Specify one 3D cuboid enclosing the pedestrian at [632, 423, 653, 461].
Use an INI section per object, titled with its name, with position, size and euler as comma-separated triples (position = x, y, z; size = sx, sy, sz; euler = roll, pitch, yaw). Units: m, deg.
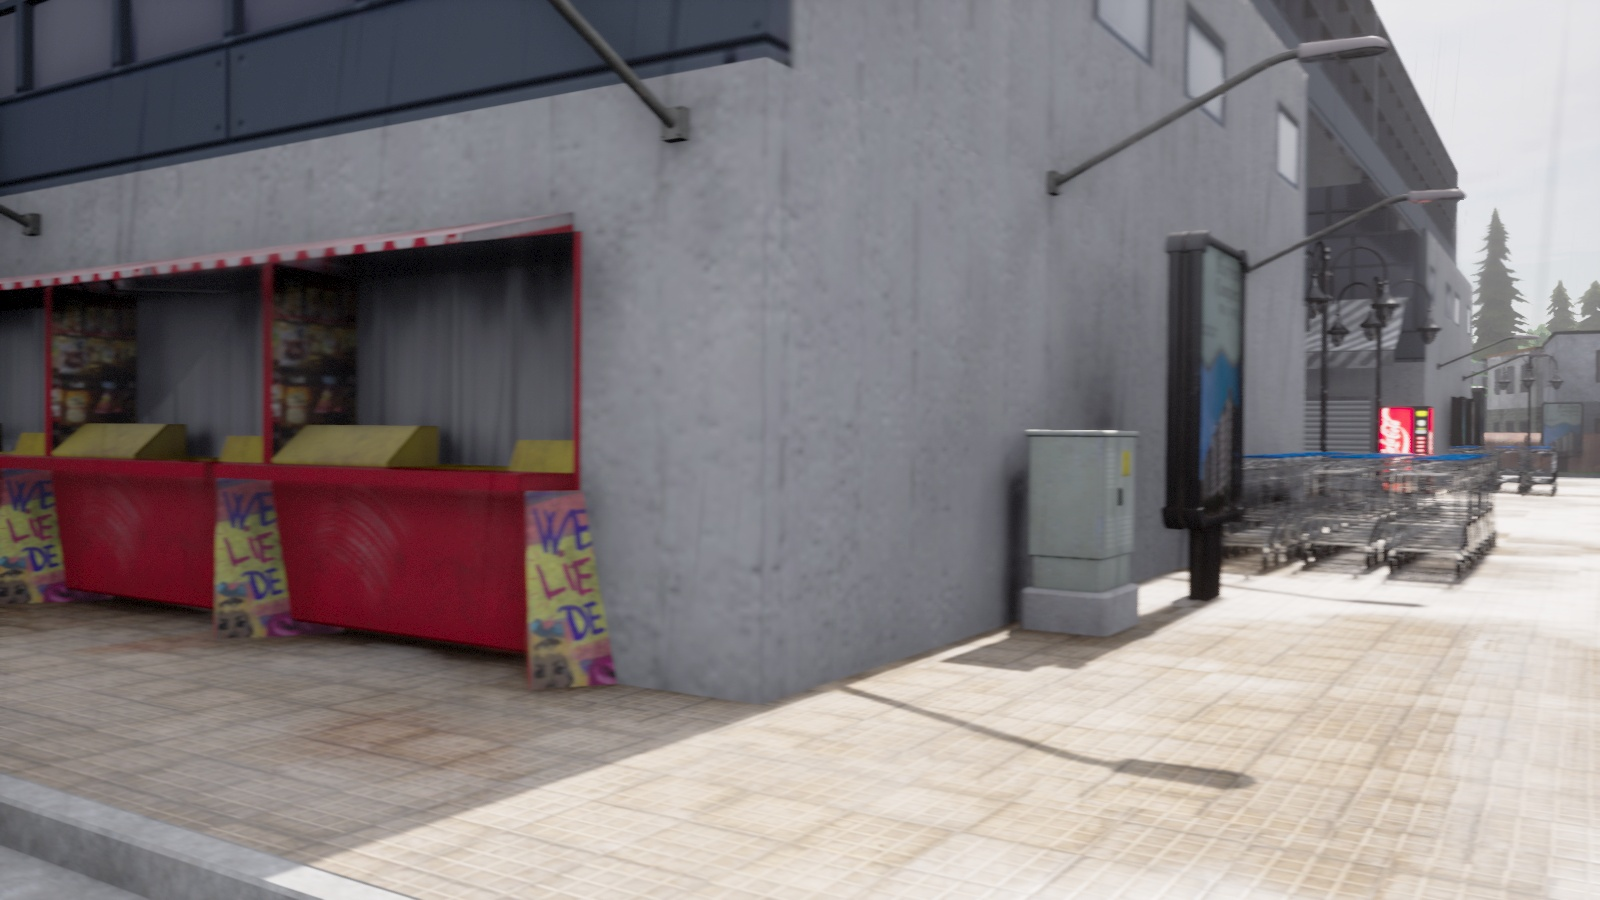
[pedestrian]
position = -7.811, -0.398, 62.185
size = 0.849, 1.883, 0.563
euler = 0, 1, 29
